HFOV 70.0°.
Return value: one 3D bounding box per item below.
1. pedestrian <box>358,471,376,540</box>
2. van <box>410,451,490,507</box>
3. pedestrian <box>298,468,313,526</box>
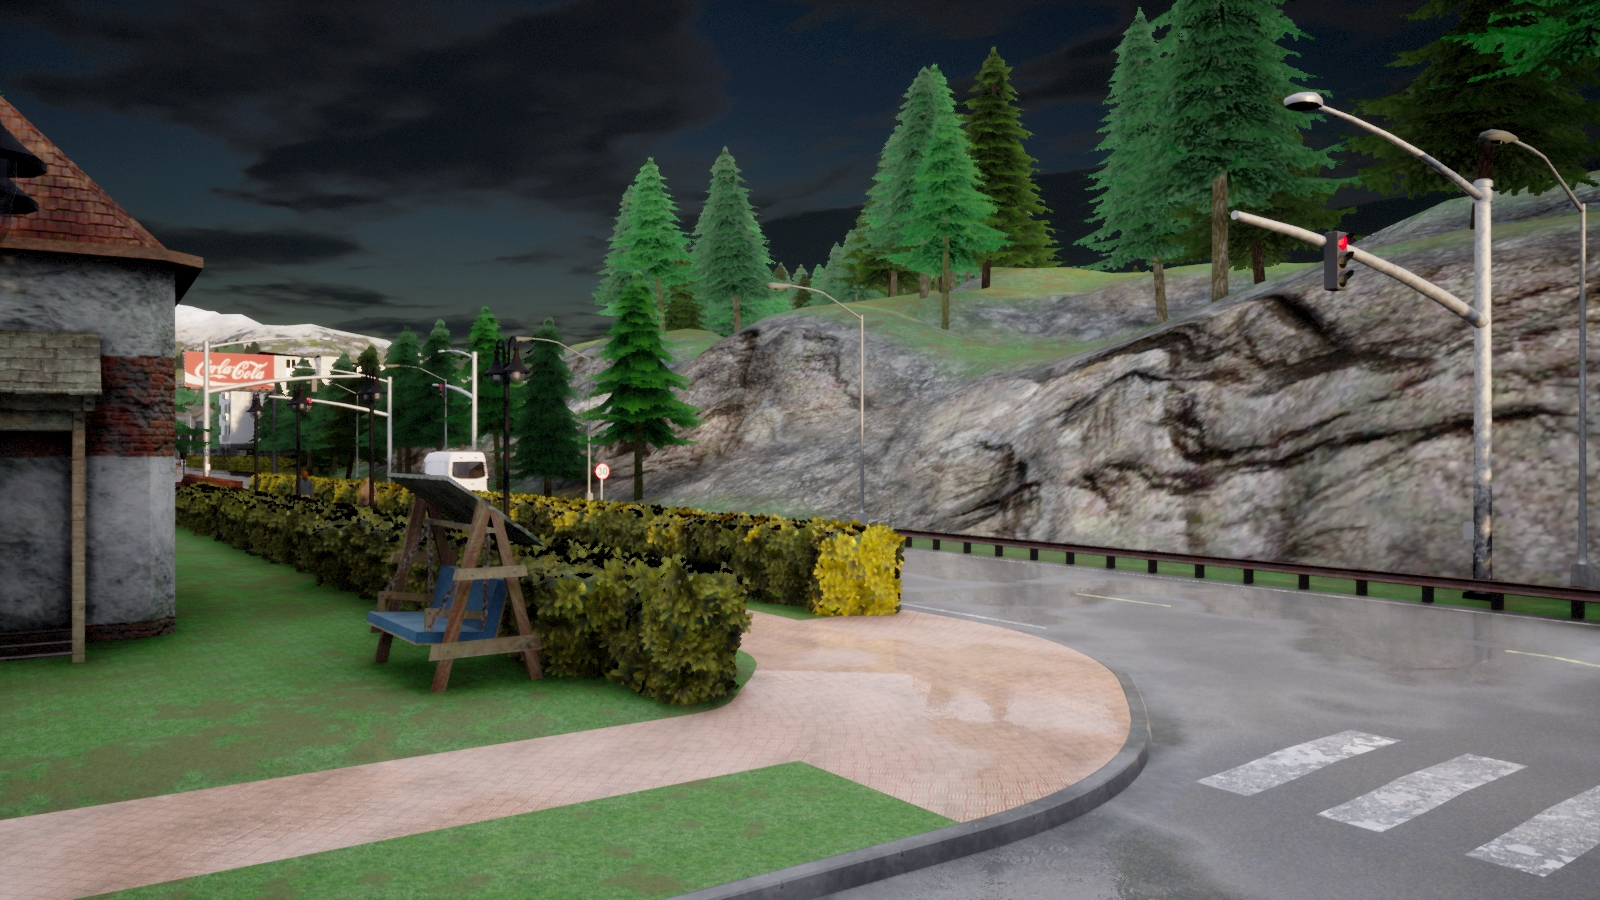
[{"bbox_3d":[-11.750,1.500,31.018,0.375,1.860,0.375,0,0,-36],"label":"pedestrian"},{"bbox_3d":[-17.011,1.337,55.342,1.988,2.561,5.915,0,0,-35],"label":"van"},{"bbox_3d":[-15.992,1.501,36.966,0.375,1.860,0.375,0,0,-35],"label":"pedestrian"}]
